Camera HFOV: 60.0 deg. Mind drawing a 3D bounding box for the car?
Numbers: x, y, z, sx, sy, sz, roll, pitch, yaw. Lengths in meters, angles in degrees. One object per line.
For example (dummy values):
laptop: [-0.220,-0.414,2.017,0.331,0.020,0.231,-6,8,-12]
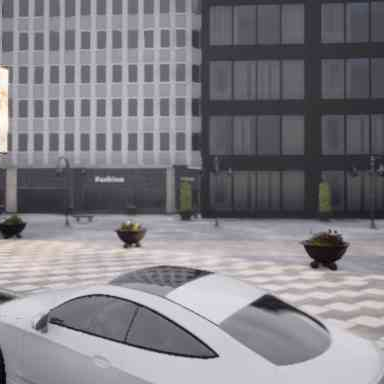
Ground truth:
car: [-0.481,1.561,3.581,4.674,1.442,1.812,0,-1,34]
